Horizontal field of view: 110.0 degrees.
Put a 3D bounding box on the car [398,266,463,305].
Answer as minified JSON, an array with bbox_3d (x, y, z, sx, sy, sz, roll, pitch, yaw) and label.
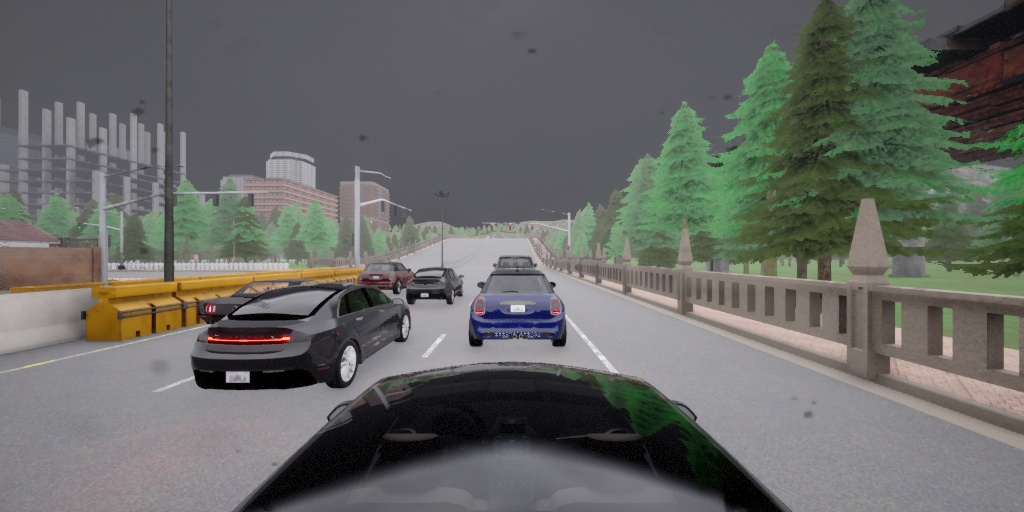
[{"bbox_3d":[-3.348,1.255,16.187,1.837,1.490,4.892,0,0,0],"label":"car"}]

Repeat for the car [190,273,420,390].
[{"bbox_3d":[-3.383,1.255,6.866,1.837,1.490,4.892,0,0,0],"label":"car"}]

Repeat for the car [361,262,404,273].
[{"bbox_3d":[-6.881,1.102,20.175,2.097,1.767,4.553,0,0,-1],"label":"car"}]

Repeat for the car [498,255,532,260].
[{"bbox_3d":[0.162,0.972,18.996,2.150,2.045,5.566,0,0,0],"label":"car"}]

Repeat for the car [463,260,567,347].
[{"bbox_3d":[0.125,1.102,9.506,2.097,1.767,4.553,0,0,0],"label":"car"}]

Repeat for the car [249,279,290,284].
[{"bbox_3d":[-6.865,1.351,11.182,1.895,1.301,4.718,0,0,0],"label":"car"}]
